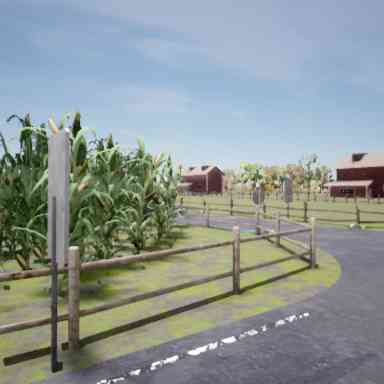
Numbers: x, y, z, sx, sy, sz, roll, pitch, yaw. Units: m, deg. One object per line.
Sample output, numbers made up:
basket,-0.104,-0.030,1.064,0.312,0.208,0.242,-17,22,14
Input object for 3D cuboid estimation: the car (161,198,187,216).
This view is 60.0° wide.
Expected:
car,-2.353,1.230,27.019,1.882,1.535,5.008,0,0,-38
